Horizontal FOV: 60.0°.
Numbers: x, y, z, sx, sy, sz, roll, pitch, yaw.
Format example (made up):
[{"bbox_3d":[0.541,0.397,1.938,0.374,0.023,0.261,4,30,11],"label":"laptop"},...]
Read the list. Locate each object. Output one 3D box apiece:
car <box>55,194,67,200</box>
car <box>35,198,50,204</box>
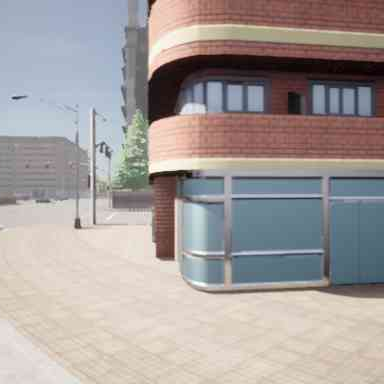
[{"bbox_3d":[-33.842,1.518,86.166,2.150,2.045,5.566,0,0,-8],"label":"car"},{"bbox_3d":[-31.675,1.862,70.521,1.895,1.301,4.718,0,0,-8],"label":"car"}]
